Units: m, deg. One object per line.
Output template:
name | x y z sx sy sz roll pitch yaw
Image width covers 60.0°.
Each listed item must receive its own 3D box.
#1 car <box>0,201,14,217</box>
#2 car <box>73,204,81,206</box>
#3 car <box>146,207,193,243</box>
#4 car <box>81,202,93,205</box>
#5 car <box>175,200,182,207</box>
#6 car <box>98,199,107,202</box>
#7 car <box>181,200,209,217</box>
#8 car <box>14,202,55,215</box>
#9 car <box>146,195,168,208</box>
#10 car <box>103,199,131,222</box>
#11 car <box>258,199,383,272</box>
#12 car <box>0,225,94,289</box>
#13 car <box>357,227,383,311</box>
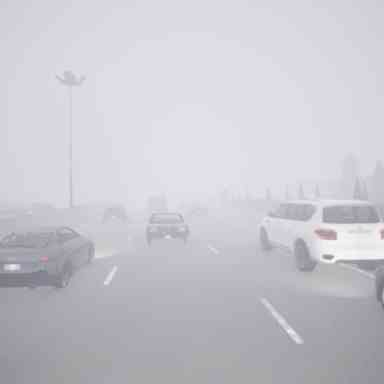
car | -17.706 1.735 33.387 1.994 1.385 4.181 0 0 -7
car | -26.922 3.438 78.711 1.994 1.385 4.181 0 -6 -7
car | -1.285 1.648 16.478 1.895 1.301 4.718 0 0 -7
car | -22.833 2.989 74.313 1.882 1.535 5.008 0 -5 -7
car | -1.034 1.669 42.303 2.033 1.411 5.357 0 0 -7
car | -18.988 2.450 71.816 2.150 2.045 5.566 0 -4 -7
car | 0.365 1.611 31.845 1.812 1.442 4.674 0 0 -7
car | -13.745 1.634 29.964 2.128 1.511 4.902 0 0 -7
car | -3.810 1.338 36.610 2.150 2.045 5.566 0 0 -7
car | -6.149 1.605 27.251 1.837 1.490 4.892 0 0 -7
car | 3.930 1.235 11.005 2.150 2.045 5.566 0 0 -6
car | -4.040 1.603 9.195 1.994 1.385 4.181 0 0 -5
car | 4.453 1.500 4.392 1.837 1.490 4.892 0 0 -3
